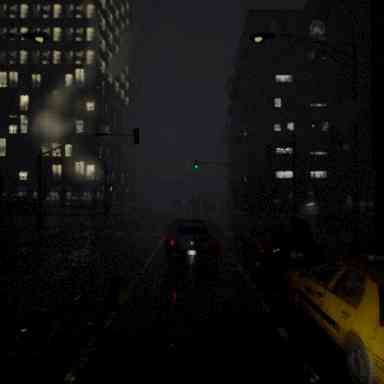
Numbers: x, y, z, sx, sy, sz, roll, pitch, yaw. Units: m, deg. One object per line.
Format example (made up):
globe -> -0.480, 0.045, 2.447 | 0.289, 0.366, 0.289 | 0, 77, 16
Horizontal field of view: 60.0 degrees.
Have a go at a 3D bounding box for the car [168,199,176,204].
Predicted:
car -> -5.678, 2.568, 93.732 | 2.008, 1.369, 4.403 | 0, -1, 0

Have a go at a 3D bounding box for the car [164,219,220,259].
car -> -0.002, 1.740, 13.250 | 1.895, 1.301, 4.718 | 0, -1, 0

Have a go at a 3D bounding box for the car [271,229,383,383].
car -> 2.693, 1.579, 5.041 | 1.752, 1.417, 4.829 | 0, -1, 0

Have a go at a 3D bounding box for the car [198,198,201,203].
car -> 2.699, 2.251, 65.490 | 2.008, 1.369, 4.403 | 0, -1, 0

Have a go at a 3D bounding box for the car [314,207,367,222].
car -> 14.647, 2.178, 32.887 | 4.829, 1.417, 1.752 | 1, -2, 0

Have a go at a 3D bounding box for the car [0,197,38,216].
car -> -17.689, 1.368, 32.622 | 5.009, 1.841, 2.192 | 1, -2, 0

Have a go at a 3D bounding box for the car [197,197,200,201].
car -> 2.700, 2.314, 71.138 | 2.008, 1.369, 4.403 | 0, -1, 0

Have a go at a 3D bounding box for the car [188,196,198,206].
car -> 0.009, 2.295, 74.757 | 1.837, 1.490, 4.892 | 0, -1, 0

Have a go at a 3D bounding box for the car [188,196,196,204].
car -> 0.012, 1.978, 85.209 | 2.150, 2.045, 5.566 | 0, -1, 0

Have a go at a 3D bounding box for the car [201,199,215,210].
car -> 2.748, 2.140, 52.574 | 1.802, 1.307, 4.206 | 0, -1, 0

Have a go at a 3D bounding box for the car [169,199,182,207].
car -> -2.995, 2.266, 67.521 | 2.033, 1.411, 5.357 | 0, -1, 0

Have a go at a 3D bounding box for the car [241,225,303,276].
car -> 2.693, 1.677, 10.553 | 1.947, 1.339, 4.313 | 0, -1, 0
